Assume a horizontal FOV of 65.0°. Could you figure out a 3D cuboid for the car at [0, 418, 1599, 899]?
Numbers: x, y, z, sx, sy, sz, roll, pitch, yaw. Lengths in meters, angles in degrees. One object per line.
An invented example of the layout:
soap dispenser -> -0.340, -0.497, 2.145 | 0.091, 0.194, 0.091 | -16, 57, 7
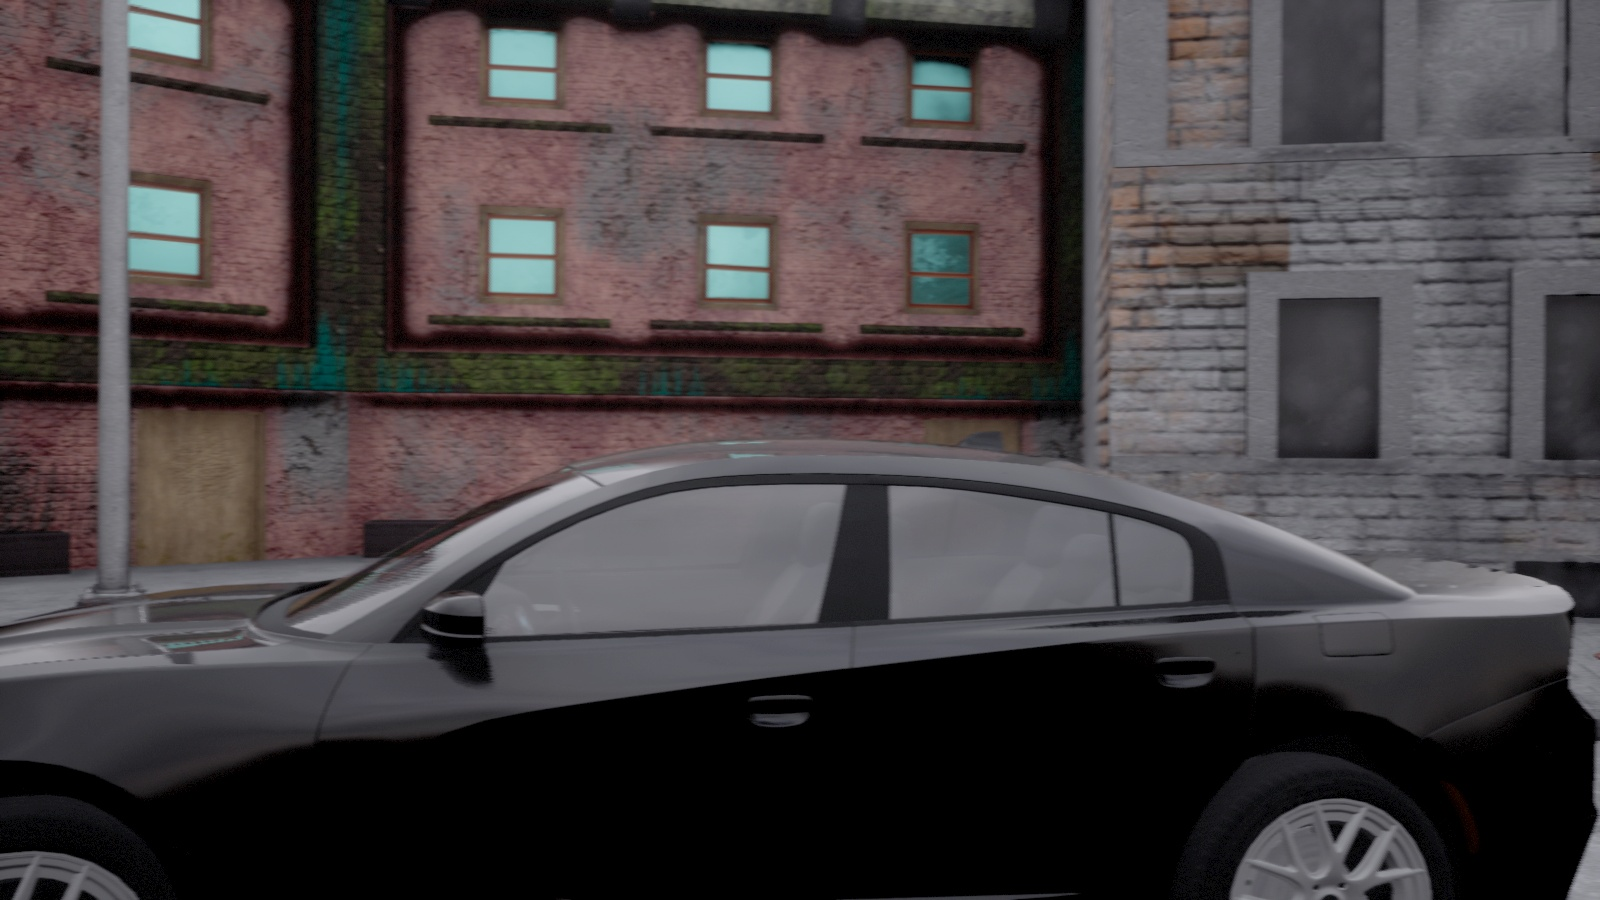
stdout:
car -> -0.343, 0.703, 3.761 | 5.008, 1.535, 1.882 | 0, 0, -10
